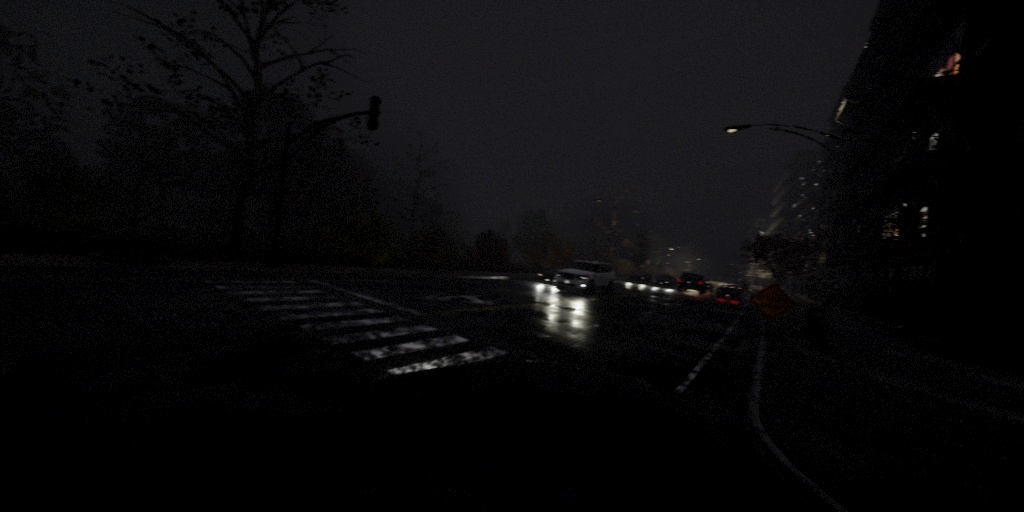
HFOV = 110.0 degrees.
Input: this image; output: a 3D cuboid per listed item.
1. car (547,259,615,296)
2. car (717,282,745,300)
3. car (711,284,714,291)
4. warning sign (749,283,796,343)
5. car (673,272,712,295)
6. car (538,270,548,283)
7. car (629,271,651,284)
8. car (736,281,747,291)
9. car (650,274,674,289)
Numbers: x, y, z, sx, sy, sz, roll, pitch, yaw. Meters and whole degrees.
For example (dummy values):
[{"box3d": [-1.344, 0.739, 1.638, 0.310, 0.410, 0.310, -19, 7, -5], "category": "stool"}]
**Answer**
[{"box3d": [4.777, 1.285, 22.783, 2.150, 2.045, 5.566, 8, 1, 35], "category": "car"}, {"box3d": [21.813, 3.590, 35.946, 1.895, 1.301, 4.718, 8, 1, 35], "category": "car"}, {"box3d": [25.075, 3.850, 46.712, 1.895, 1.301, 4.718, 8, 1, 34], "category": "car"}, {"box3d": [8.607, 1.807, 12.058, 1.300, 1.860, 1.060, 0, 0, 36], "category": "warning sign"}, {"box3d": [18.736, 2.811, 37.102, 2.150, 2.045, 5.566, 8, 1, 35], "category": "car"}, {"box3d": [4.056, 1.460, 27.444, 2.033, 1.411, 5.357, 8, 1, 35], "category": "car"}, {"box3d": [16.169, 2.646, 44.981, 1.882, 1.535, 5.008, 8, 1, 34], "category": "car"}, {"box3d": [27.762, 4.097, 44.896, 2.128, 1.511, 4.902, 8, 1, 34], "category": "car"}, {"box3d": [18.077, 2.951, 42.059, 1.837, 1.490, 4.892, 8, 0, 34], "category": "car"}]
